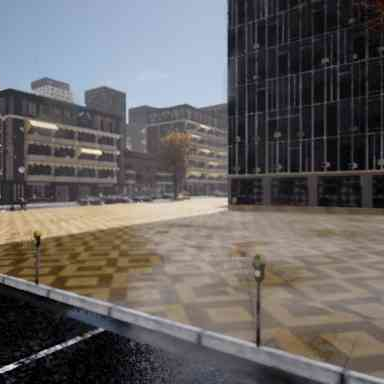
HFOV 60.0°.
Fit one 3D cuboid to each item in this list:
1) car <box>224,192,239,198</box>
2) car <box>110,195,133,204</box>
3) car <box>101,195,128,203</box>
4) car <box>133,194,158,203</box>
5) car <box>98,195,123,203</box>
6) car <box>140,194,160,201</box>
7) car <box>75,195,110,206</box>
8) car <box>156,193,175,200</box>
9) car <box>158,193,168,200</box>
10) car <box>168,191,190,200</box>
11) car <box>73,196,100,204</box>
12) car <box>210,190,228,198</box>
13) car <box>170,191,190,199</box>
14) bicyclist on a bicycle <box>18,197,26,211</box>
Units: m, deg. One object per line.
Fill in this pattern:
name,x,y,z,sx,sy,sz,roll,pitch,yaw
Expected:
car,10.280,0.759,86.839,2.008,1.369,4.403,1,1,35
car,-13.312,1.335,57.502,2.033,1.411,5.357,0,1,35
car,-14.233,1.350,61.519,1.895,1.301,4.718,0,1,35
car,-8.737,1.270,59.365,2.008,1.369,4.403,1,1,35
car,-15.627,1.283,64.136,2.008,1.369,4.403,1,1,35
car,-9.288,1.126,73.295,1.947,1.339,4.313,1,1,35
car,-15.076,1.443,50.207,2.008,1.369,4.403,1,1,35
car,-6.215,1.003,77.733,1.752,1.417,4.829,1,1,35
car,-4.340,0.917,70.464,2.033,1.411,5.357,0,1,35
car,-2.301,1.071,68.663,1.752,1.417,4.829,1,1,35
car,-18.796,1.384,59.557,1.947,1.339,4.313,1,1,35
car,7.111,0.843,82.262,2.008,1.369,4.403,1,1,35
car,-2.947,0.705,82.448,2.192,1.841,5.009,1,1,35
bicyclist on a bicycle,-19.642,1.380,38.451,1.656,1.620,0.582,0,0,35
